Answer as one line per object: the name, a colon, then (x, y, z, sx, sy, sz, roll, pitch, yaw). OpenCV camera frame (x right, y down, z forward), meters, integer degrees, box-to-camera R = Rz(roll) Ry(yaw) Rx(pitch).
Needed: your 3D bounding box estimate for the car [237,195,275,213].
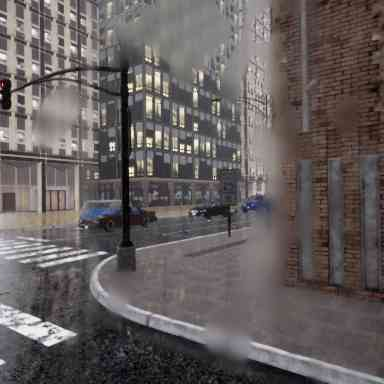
car: (7.688, 1.328, 38.121, 2.150, 2.045, 5.566, -1, -1, 36)

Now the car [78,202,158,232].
car: (-4.482, 1.612, 21.136, 2.033, 1.411, 5.357, -1, -1, 36)

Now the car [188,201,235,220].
car: (1.598, 1.577, 29.626, 2.128, 1.511, 4.902, -1, -1, 36)

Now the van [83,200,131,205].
van: (-6.000, 1.458, 23.471, 1.690, 1.788, 3.998, -2, -1, 36)

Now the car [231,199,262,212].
car: (6.830, 1.687, 41.384, 1.752, 1.417, 4.829, -2, -1, 36)
